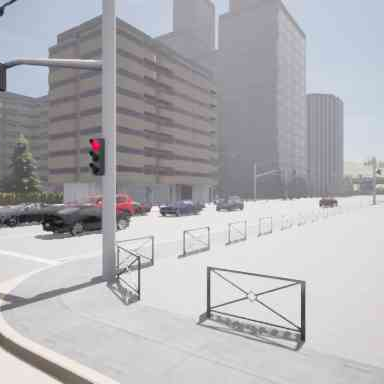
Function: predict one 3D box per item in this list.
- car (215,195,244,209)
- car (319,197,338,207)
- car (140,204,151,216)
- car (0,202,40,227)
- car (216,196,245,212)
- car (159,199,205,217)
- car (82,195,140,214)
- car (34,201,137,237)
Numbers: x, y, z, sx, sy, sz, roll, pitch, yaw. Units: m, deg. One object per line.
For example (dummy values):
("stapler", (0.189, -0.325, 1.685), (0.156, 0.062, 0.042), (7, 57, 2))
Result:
("car", (5.356, 1.352, 46.961), (2.097, 1.767, 4.553), (0, 0, 35))
("car", (20.846, 1.478, 50.674), (1.882, 1.535, 5.008), (0, 0, 35))
("car", (-5.984, 1.601, 30.582), (1.895, 1.301, 4.718), (0, 0, 35))
("car", (-11.244, 1.492, 22.951), (2.128, 1.511, 4.902), (0, 0, 35))
("car", (4.650, 1.526, 39.814), (1.812, 1.442, 4.674), (0, 0, 35))
("car", (-1.036, 1.601, 31.593), (1.895, 1.301, 4.718), (0, 0, 35))
("car", (-6.582, 1.221, 23.549), (2.150, 2.045, 5.566), (0, 0, 35))
("car", (-5.666, 1.477, 18.381), (1.882, 1.535, 5.008), (0, 0, 35))
